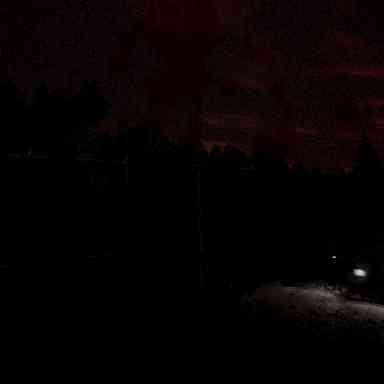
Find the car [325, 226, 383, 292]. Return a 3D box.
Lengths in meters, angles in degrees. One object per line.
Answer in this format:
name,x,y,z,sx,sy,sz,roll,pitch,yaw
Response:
car,5.250,1.564,8.351,4.181,1.385,1.994,0,0,-35
